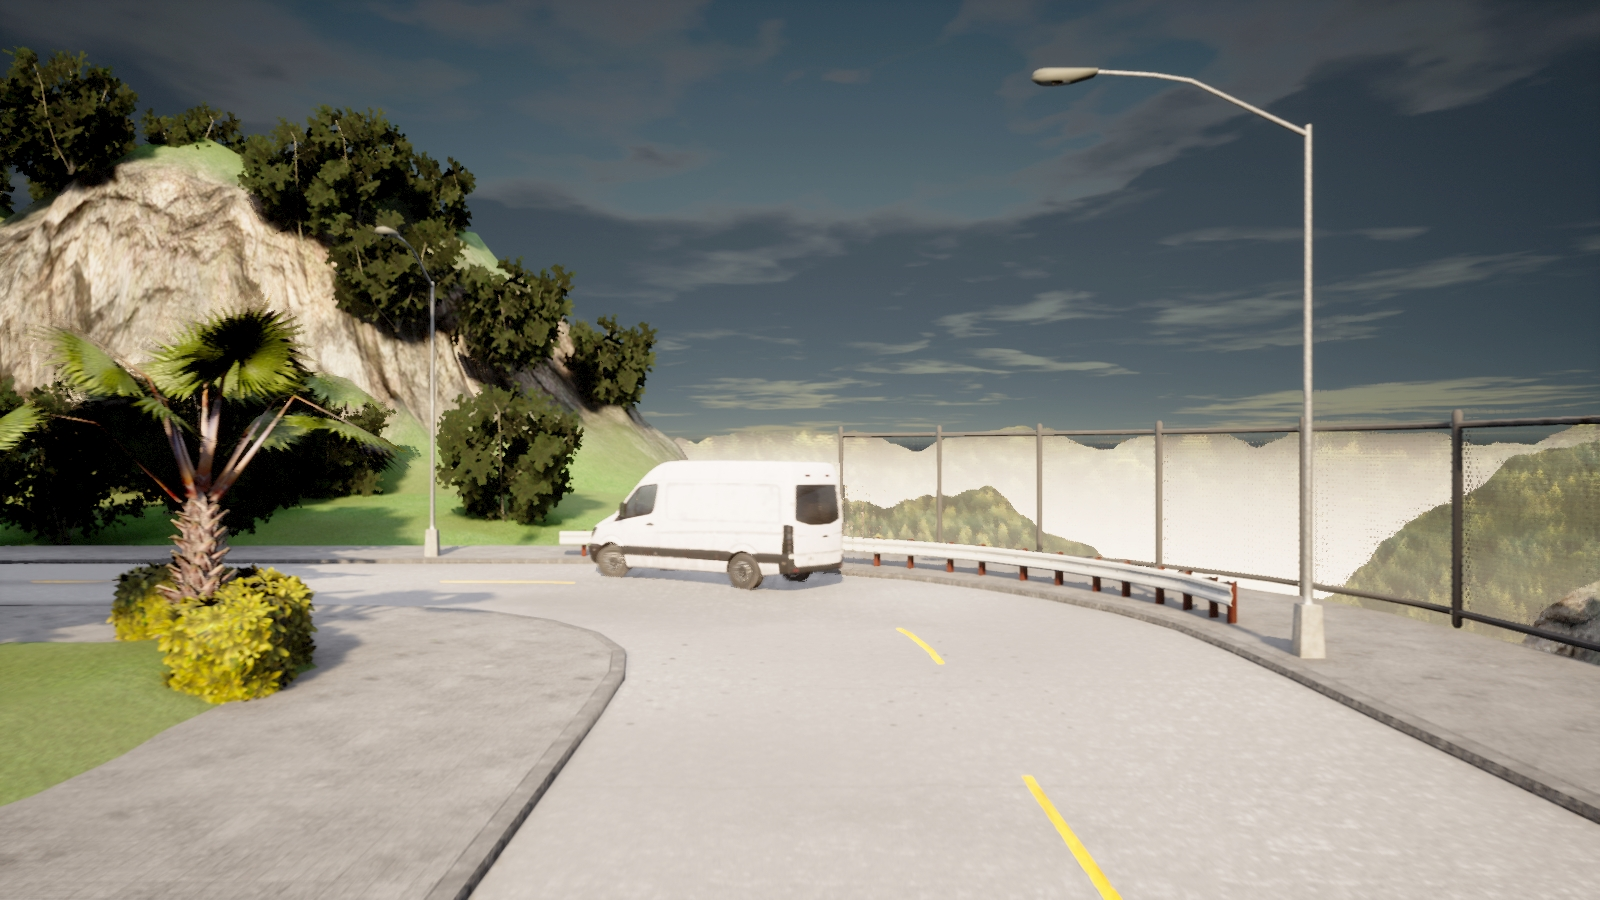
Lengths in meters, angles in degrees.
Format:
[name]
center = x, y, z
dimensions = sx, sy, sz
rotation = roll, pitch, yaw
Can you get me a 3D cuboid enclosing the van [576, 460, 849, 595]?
[van]
center = -1.983, 1.521, 24.491
dimensions = 5.915, 2.561, 1.988
rotation = 0, -1, 36
